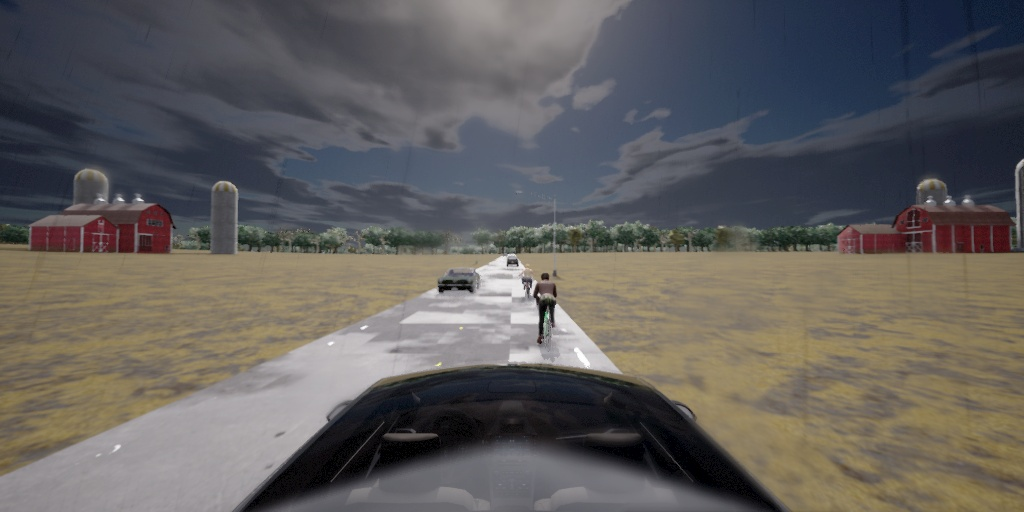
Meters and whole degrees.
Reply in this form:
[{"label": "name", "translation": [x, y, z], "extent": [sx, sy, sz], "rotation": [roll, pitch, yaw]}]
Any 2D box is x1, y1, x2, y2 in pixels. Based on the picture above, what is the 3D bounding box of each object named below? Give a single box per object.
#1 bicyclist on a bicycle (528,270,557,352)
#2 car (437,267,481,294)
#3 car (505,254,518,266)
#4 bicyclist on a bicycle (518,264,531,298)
[{"label": "bicyclist on a bicycle", "translation": [0.757, 1.202, 8.006], "extent": [0.582, 1.620, 1.656], "rotation": [0, 0, 0]}, {"label": "car", "translation": [-2.848, 1.318, 19.986], "extent": [1.895, 1.301, 4.718], "rotation": [0, 0, 0]}, {"label": "car", "translation": [0.106, 0.853, 59.627], "extent": [1.882, 1.535, 5.008], "rotation": [0, 1, 0]}, {"label": "bicyclist on a bicycle", "translation": [0.738, 1.165, 17.143], "extent": [0.866, 1.612, 1.509], "rotation": [0, 0, 0]}]
